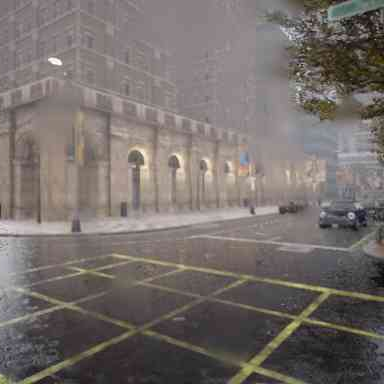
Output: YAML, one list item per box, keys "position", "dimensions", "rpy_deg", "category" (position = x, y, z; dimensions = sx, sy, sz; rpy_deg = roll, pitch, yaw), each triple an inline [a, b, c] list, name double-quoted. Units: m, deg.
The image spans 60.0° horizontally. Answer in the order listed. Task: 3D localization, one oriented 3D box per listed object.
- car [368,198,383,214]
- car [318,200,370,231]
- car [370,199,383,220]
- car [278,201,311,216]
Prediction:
- position: [20.596, 1.502, 36.191]
  dimensions: [1.837, 1.490, 4.892]
  rpy_deg: [0, 0, 36]
  category: "car"
- position: [9.487, 1.349, 20.833]
  dimensions: [2.097, 1.767, 4.553]
  rpy_deg: [0, 0, 36]
  category: "car"
- position: [14.776, 1.502, 28.151]
  dimensions: [1.837, 1.490, 4.892]
  rpy_deg: [0, 0, 36]
  category: "car"
- position: [10.293, 1.588, 33.303]
  dimensions: [1.895, 1.301, 4.718]
  rpy_deg: [0, 0, 36]
  category: "car"
